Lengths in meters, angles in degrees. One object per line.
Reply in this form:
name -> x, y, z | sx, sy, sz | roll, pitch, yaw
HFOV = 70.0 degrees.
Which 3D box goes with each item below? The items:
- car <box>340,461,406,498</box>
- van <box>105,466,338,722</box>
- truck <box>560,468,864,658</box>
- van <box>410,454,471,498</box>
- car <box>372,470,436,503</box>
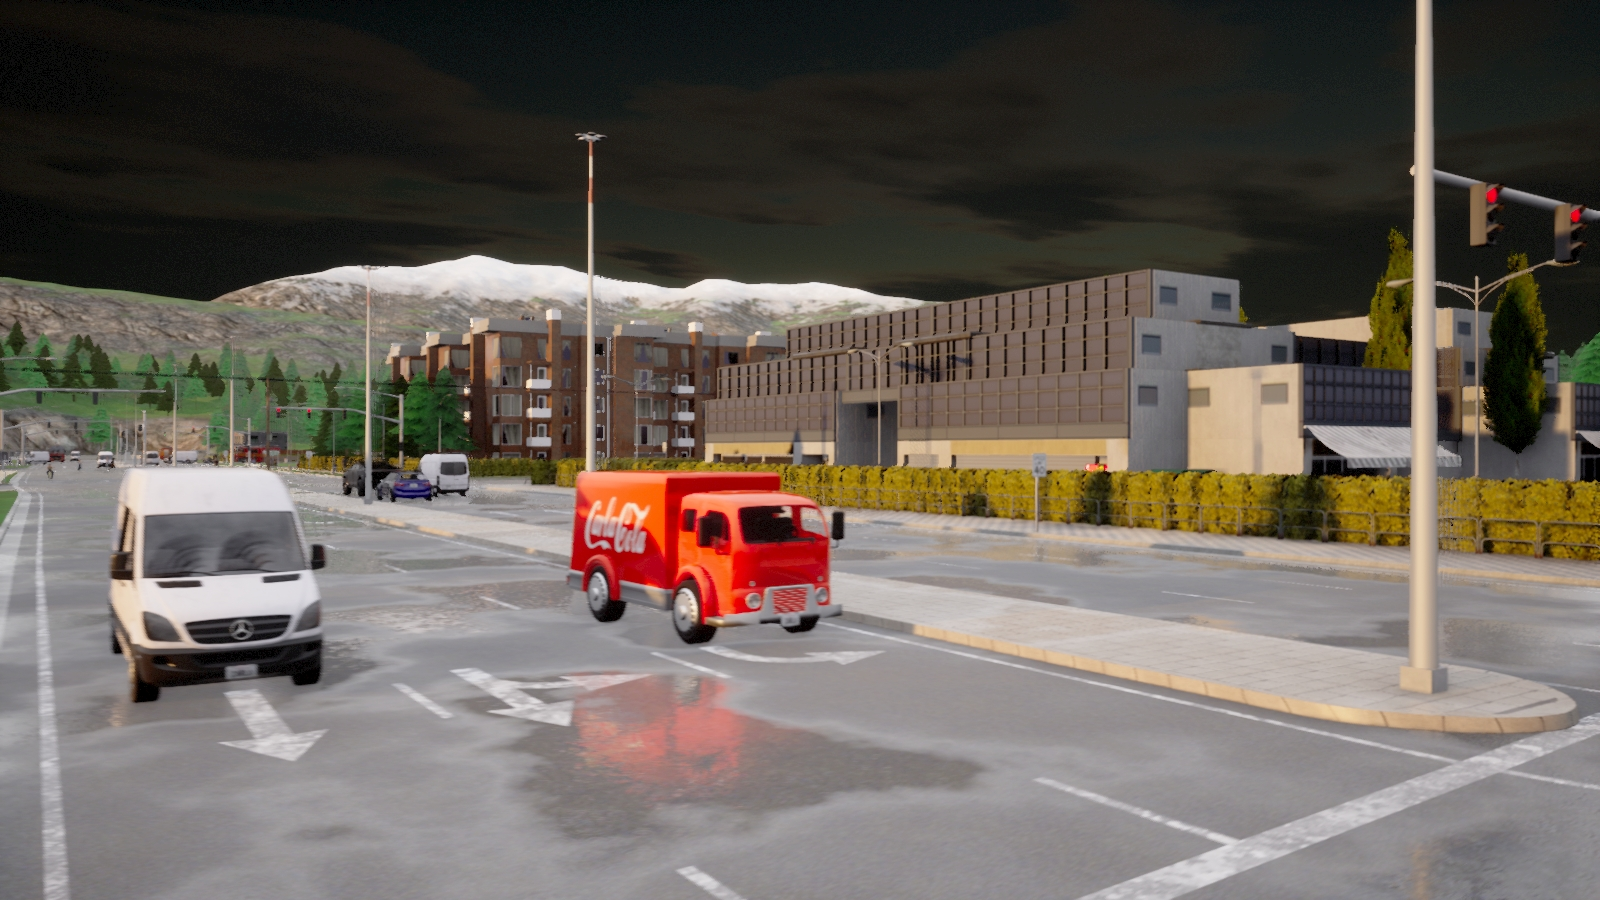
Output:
car -> -26.086, 1.765, 69.621 | 2.390, 2.098, 6.274 | 0, 0, -34
van -> -7.723, 1.536, 14.859 | 1.988, 2.561, 5.915 | 0, 0, -34
truck -> -1.598, 1.573, 18.296 | 2.627, 2.467, 5.204 | 0, 0, -34
van -> -22.020, 1.546, 69.803 | 1.988, 2.561, 5.915 | 0, 0, -33
car -> -22.055, 1.978, 63.530 | 2.242, 1.667, 4.611 | 0, 0, -34
